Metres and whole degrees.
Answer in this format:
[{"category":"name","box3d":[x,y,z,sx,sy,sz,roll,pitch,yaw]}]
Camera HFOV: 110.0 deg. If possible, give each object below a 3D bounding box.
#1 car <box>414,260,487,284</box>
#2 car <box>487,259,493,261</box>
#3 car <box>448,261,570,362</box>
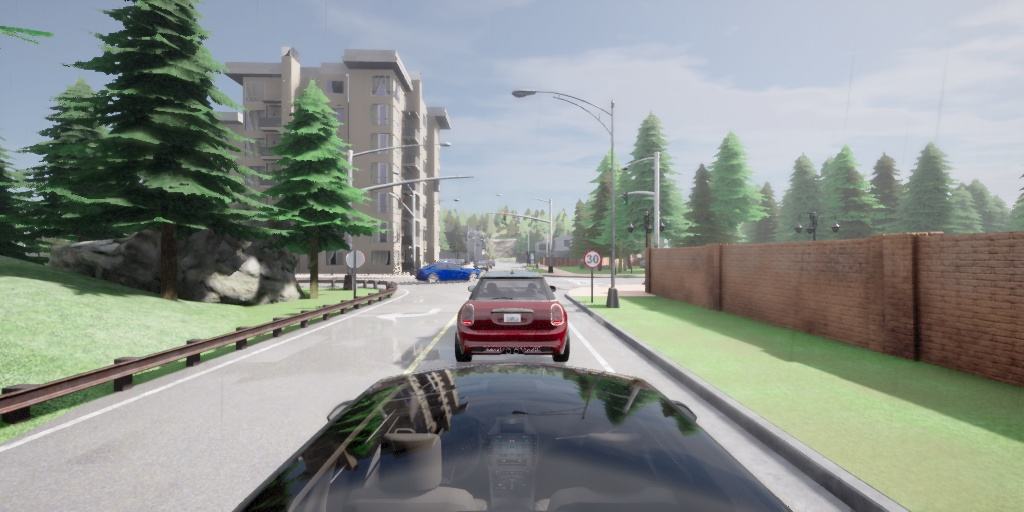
[{"category":"car","box3d":[-4.772,1.228,26.896,5.008,1.535,1.882,0,1,-27]},{"category":"car","box3d":[-3.983,1.241,46.694,2.128,1.511,4.902,0,0,-1]},{"category":"car","box3d":[0.005,1.102,8.373,2.097,1.767,4.553,0,0,0]}]
